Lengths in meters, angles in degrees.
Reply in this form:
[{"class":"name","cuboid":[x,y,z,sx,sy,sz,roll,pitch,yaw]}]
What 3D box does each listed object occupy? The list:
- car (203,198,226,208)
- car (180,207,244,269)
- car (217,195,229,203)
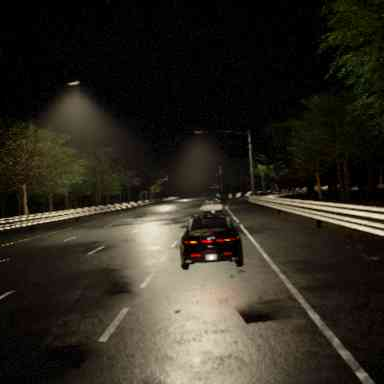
[{"class":"car","cuboid":[2.128,1.594,34.121,1.895,1.301,4.718,-4,0,4]},{"class":"car","cuboid":[0.655,1.506,11.376,1.837,1.490,4.892,-4,0,4]},{"class":"car","cuboid":[5.399,1.367,59.673,2.128,1.511,4.902,-4,0,15]}]
